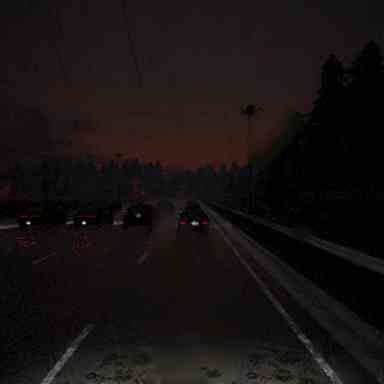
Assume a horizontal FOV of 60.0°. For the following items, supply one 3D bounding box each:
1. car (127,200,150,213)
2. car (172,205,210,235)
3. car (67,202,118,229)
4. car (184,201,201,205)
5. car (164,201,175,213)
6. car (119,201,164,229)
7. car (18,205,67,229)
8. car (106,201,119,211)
[{"bbox_3d":[-6.912,1.890,43.455,2.128,1.511,4.902,0,0,0],"label":"car"},{"bbox_3d":[0.094,1.732,20.022,2.033,1.411,5.357,0,-1,0],"label":"car"},{"bbox_3d":[-6.907,1.724,23.692,1.837,1.490,4.892,0,0,0],"label":"car"},{"bbox_3d":[0.088,1.904,43.347,1.837,1.490,4.892,0,0,0],"label":"car"},{"bbox_3d":[-3.412,1.903,43.313,1.837,1.490,4.892,0,0,0],"label":"car"},{"bbox_3d":[-3.407,1.565,23.295,2.097,1.767,4.553,0,-1,0],"label":"car"},{"bbox_3d":[-10.408,1.723,23.585,1.837,1.490,4.892,0,0,0],"label":"car"},{"bbox_3d":[-10.412,1.903,43.325,1.837,1.490,4.892,0,0,0],"label":"car"}]
